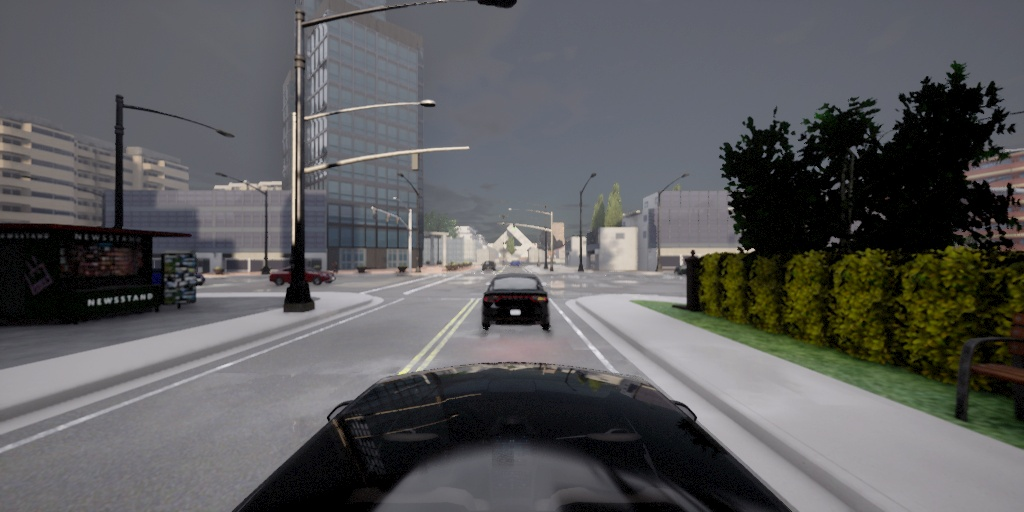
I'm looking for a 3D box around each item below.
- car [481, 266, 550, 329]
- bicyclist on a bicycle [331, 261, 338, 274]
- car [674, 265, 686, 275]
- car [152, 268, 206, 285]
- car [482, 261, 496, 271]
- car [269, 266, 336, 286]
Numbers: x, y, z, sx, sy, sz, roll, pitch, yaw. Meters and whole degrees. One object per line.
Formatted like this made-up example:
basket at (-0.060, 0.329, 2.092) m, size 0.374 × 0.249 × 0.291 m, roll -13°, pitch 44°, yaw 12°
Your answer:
car at (0.130, 1.274, 11.547) m, size 1.882 × 1.535 × 5.008 m, roll 0°, pitch 0°, yaw 1°
bicyclist on a bicycle at (-21.859, 1.417, 44.207) m, size 0.582 × 1.620 × 1.656 m, roll -1°, pitch 0°, yaw 0°
car at (19.956, 1.234, 38.629) m, size 4.553 × 1.767 × 2.097 m, roll 0°, pitch 0°, yaw 0°
car at (-26.449, 1.624, 27.694) m, size 4.674 × 1.442 × 1.812 m, roll -1°, pitch 0°, yaw 0°
car at (-3.424, 1.476, 53.944) m, size 1.882 × 1.535 × 5.008 m, roll 0°, pitch 0°, yaw 0°
car at (-16.181, 1.505, 27.750) m, size 4.674 × 1.442 × 1.812 m, roll -1°, pitch 0°, yaw 0°
